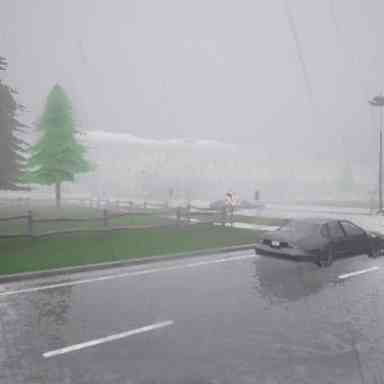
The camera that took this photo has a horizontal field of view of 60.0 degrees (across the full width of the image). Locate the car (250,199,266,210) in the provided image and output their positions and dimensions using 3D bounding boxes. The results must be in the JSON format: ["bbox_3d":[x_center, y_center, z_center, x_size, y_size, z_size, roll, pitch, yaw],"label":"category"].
[{"bbox_3d":[7.280,1.625,44.224,2.033,1.411,5.357,0,0,-35],"label":"car"}]

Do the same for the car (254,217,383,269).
[{"bbox_3d":[4.523,1.573,11.289,5.357,1.411,2.033,0,0,-35],"label":"car"}]

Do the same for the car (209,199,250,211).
[{"bbox_3d":[4.424,1.617,42.201,2.033,1.411,5.357,0,0,-35],"label":"car"}]
